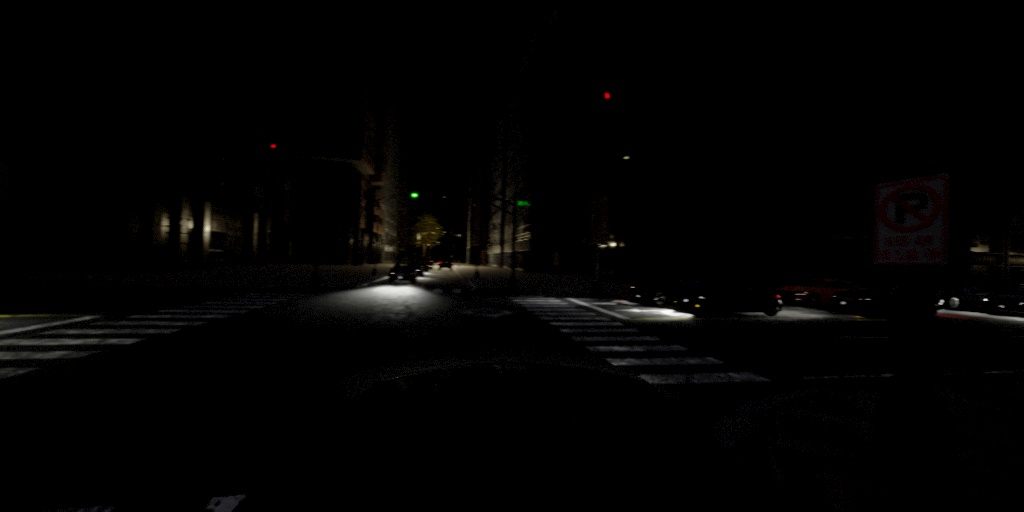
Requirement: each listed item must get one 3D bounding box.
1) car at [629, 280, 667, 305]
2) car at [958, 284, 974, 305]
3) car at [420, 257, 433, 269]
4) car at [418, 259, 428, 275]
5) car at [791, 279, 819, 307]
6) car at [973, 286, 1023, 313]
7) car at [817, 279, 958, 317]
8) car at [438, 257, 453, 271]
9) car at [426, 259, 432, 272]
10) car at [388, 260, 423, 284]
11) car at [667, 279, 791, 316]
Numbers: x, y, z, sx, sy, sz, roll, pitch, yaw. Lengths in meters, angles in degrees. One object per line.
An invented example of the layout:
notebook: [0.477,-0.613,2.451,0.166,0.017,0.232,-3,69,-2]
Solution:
car: [8.723,1.832,18.885,4.718,1.301,1.895,2,-1,-8]
car: [27.478,2.456,22.261,5.357,1.411,2.033,2,-1,-10]
car: [-13.853,1.144,57.635,2.150,2.045,5.566,2,-1,-10]
car: [-10.155,1.321,37.448,1.837,1.490,4.892,2,-1,-10]
car: [17.712,2.033,20.505,5.008,1.535,1.882,2,-1,-10]
car: [27.677,2.409,18.995,4.674,1.442,1.812,2,-1,-10]
car: [17.958,2.024,17.247,4.902,1.511,2.128,2,-1,-10]
car: [-10.628,1.247,57.467,2.150,2.045,5.566,2,-1,-11]
car: [-11.985,1.430,47.263,1.994,1.385,4.181,2,-1,-11]
car: [-8.326,1.258,27.662,2.128,1.511,4.902,2,-1,-11]
car: [9.403,1.788,15.704,4.181,1.385,1.994,2,-1,-10]
